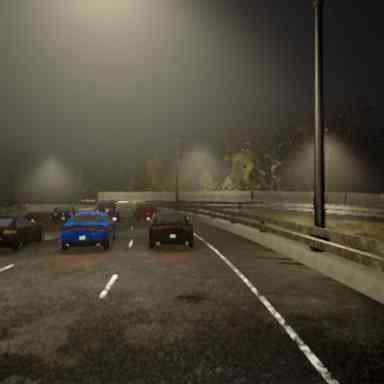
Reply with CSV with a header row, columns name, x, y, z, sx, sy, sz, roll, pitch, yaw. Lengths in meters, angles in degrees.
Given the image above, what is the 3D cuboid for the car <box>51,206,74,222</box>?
name,x,y,z,sx,sy,sz,roll,pitch,yaw
car,-11.141,1.884,29.361,1.895,1.301,4.718,0,-1,-16

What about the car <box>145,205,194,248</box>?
name,x,y,z,sx,sy,sz,roll,pitch,yaw
car,-1.116,1.629,15.758,1.882,1.535,5.008,0,0,-8

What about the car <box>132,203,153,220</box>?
name,x,y,z,sx,sy,sz,roll,pitch,yaw
car,-4.518,1.780,31.628,1.882,1.535,5.008,0,0,-16

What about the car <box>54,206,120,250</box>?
name,x,y,z,sx,sy,sz,roll,pitch,yaw
car,-4.585,1.626,15.288,1.882,1.535,5.008,0,0,-8

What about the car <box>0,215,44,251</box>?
name,x,y,z,sx,sy,sz,roll,pitch,yaw
car,-8.030,1.708,14.664,1.994,1.385,4.181,0,0,-8

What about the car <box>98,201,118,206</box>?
name,x,y,z,sx,sy,sz,roll,pitch,yaw
car,-7.769,1.641,30.297,2.097,1.767,4.553,0,-1,-16
